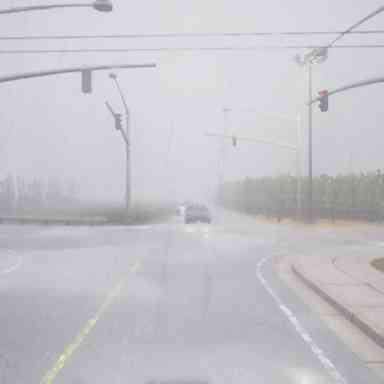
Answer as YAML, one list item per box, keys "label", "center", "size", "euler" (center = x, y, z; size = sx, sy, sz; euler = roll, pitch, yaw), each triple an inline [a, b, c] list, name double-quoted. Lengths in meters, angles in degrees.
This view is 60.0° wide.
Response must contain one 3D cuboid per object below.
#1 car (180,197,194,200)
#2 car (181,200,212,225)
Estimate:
- label: "car"
  center: [-0.755, 1.478, 50.223]
  size: [1.812, 1.442, 4.674]
  euler: [0, 1, -2]
- label: "car"
  center: [0.347, 1.578, 24.609]
  size: [2.033, 1.411, 5.357]
  euler: [0, 0, -2]
